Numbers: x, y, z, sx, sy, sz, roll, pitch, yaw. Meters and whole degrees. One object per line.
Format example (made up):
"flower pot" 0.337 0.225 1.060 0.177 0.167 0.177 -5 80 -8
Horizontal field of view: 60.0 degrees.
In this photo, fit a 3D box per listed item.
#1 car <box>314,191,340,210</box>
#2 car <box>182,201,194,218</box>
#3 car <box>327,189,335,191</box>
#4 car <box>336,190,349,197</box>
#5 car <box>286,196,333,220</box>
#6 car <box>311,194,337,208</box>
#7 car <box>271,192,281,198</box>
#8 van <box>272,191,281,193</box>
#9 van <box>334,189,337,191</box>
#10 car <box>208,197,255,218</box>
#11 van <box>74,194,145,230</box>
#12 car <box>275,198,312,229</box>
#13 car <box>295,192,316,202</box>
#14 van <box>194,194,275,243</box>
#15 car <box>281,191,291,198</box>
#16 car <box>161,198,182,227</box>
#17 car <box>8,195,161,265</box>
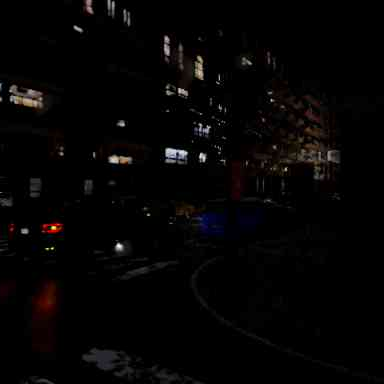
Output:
"car" 11.716 1.014 28.719 1.967 1.590 4.097 1 2 35
"car" -1.668 1.207 24.272 1.752 1.417 4.829 1 2 35
"car" 24.236 0.618 61.047 2.008 1.369 4.403 1 2 35
"car" 33.914 0.281 74.782 1.967 1.590 4.097 1 2 35
"car" 8.490 1.216 24.143 1.947 1.339 4.313 1 2 35
"car" 15.198 0.951 38.178 1.812 1.442 4.674 0 1 35
"car" 8.106 0.999 38.149 2.008 1.369 4.403 1 2 35
"van" 11.335 0.713 42.724 1.690 1.788 3.998 1 2 35
"van" 27.463 0.333 65.621 1.690 1.788 3.998 1 2 35
"car" 3.286 1.192 26.822 1.994 1.385 4.181 0 1 35
"van" -4.795 1.097 19.828 1.690 1.788 3.998 1 2 35
"car" 5.264 1.278 19.563 2.008 1.369 4.403 1 2 35
"car" 17.784 0.785 51.888 1.947 1.339 4.313 1 2 35
"van" 2.040 1.146 14.979 1.690 1.788 3.998 1 2 35
"car" 12.941 0.891 40.479 2.128 1.511 4.902 0 1 35
"car" -2.921 1.128 18.072 2.097 1.767 4.553 0 1 36
"car" -3.558 1.111 11.772 2.150 2.045 5.566 -1 1 25
